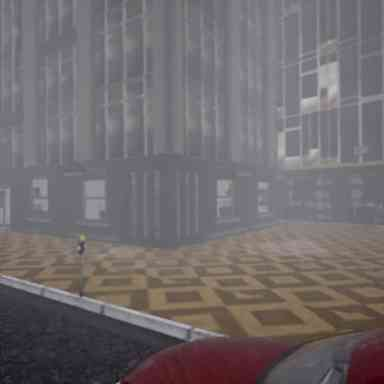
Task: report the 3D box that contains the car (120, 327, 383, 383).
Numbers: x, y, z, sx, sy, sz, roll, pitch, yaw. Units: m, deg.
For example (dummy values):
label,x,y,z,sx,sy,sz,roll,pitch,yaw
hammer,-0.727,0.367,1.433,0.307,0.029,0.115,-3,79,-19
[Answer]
label,x,y,z,sx,sy,sz,roll,pitch,yaw
car,1.275,1.582,1.964,4.206,1.307,1.802,-1,0,35
